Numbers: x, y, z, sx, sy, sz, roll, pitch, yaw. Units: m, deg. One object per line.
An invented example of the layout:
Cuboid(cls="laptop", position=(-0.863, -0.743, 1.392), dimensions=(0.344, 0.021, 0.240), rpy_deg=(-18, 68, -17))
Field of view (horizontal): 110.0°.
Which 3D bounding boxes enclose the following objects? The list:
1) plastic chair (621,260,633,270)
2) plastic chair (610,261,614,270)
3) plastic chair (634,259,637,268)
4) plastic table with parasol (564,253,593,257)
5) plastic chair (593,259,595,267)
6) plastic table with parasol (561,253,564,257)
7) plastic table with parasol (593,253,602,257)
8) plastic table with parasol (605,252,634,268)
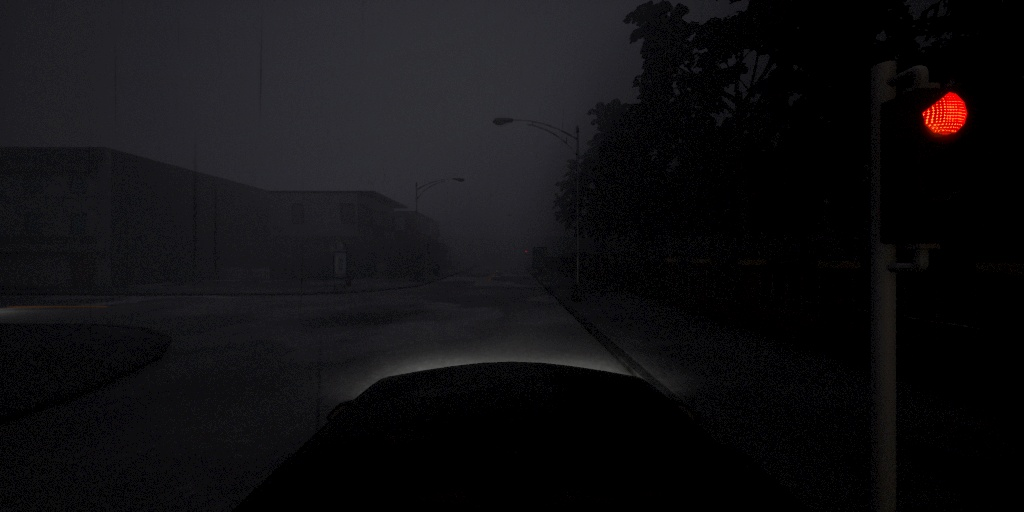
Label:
Cuboid(cls="plastic chair", position=(16.038, 1.295, 50.218), dimensions=(0.750, 1.272, 0.730), rpy_deg=(0, 0, -40))
Cuboid(cls="plastic chair", position=(14.332, 1.305, 50.316), dimensions=(0.730, 1.272, 0.750), rpy_deg=(0, 0, -35))
Cuboid(cls="plastic chair", position=(18.661, 1.160, 54.665), dimensions=(0.750, 1.272, 0.730), rpy_deg=(0, 0, -39))
Cuboid(cls="plastic table with parasol", position=(9.987, 0.683, 53.957), dimensions=(2.482, 2.480, 2.482), rpy_deg=(0, 0, -40))
Cuboid(cls="plastic chair", position=(13.734, 1.304, 58.544), dimensions=(0.730, 1.272, 0.750), rpy_deg=(0, 0, -35))
Cuboid(cls="plastic table with parasol", position=(10.700, 0.704, 62.399), dimensions=(2.482, 2.480, 2.482), rpy_deg=(0, 0, -40))
Cuboid(cls="plastic table with parasol", position=(14.686, 0.672, 59.431), dimensions=(2.482, 2.480, 2.482), rpy_deg=(0, 0, -42))
Cuboid(cls="plastic table with parasol", position=(15.306, 0.693, 51.217), dimensions=(2.482, 2.480, 2.482), rpy_deg=(0, 0, -40))
